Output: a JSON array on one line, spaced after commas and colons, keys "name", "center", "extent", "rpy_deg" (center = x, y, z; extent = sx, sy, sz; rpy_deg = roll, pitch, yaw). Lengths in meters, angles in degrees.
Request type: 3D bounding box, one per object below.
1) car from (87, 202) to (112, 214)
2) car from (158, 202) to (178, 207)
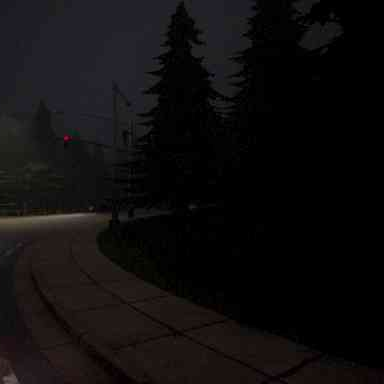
[{"name": "car", "center": [-9.294, 1.488, 36.277], "extent": [2.128, 1.511, 4.902], "rpy_deg": [0, 0, 26]}, {"name": "car", "center": [-2.355, 1.351, 41.693], "extent": [2.097, 1.767, 4.553], "rpy_deg": [0, 0, 27]}]
